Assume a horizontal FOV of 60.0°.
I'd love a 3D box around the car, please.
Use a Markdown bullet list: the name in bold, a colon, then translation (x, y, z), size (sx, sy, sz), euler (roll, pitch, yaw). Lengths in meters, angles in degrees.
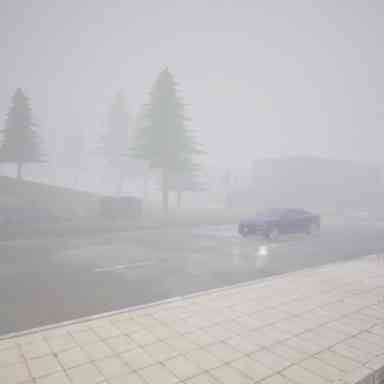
- **car**: translation (4.541, 1.495, 17.048), size (5.008, 1.535, 1.882), euler (0, 0, -35)
